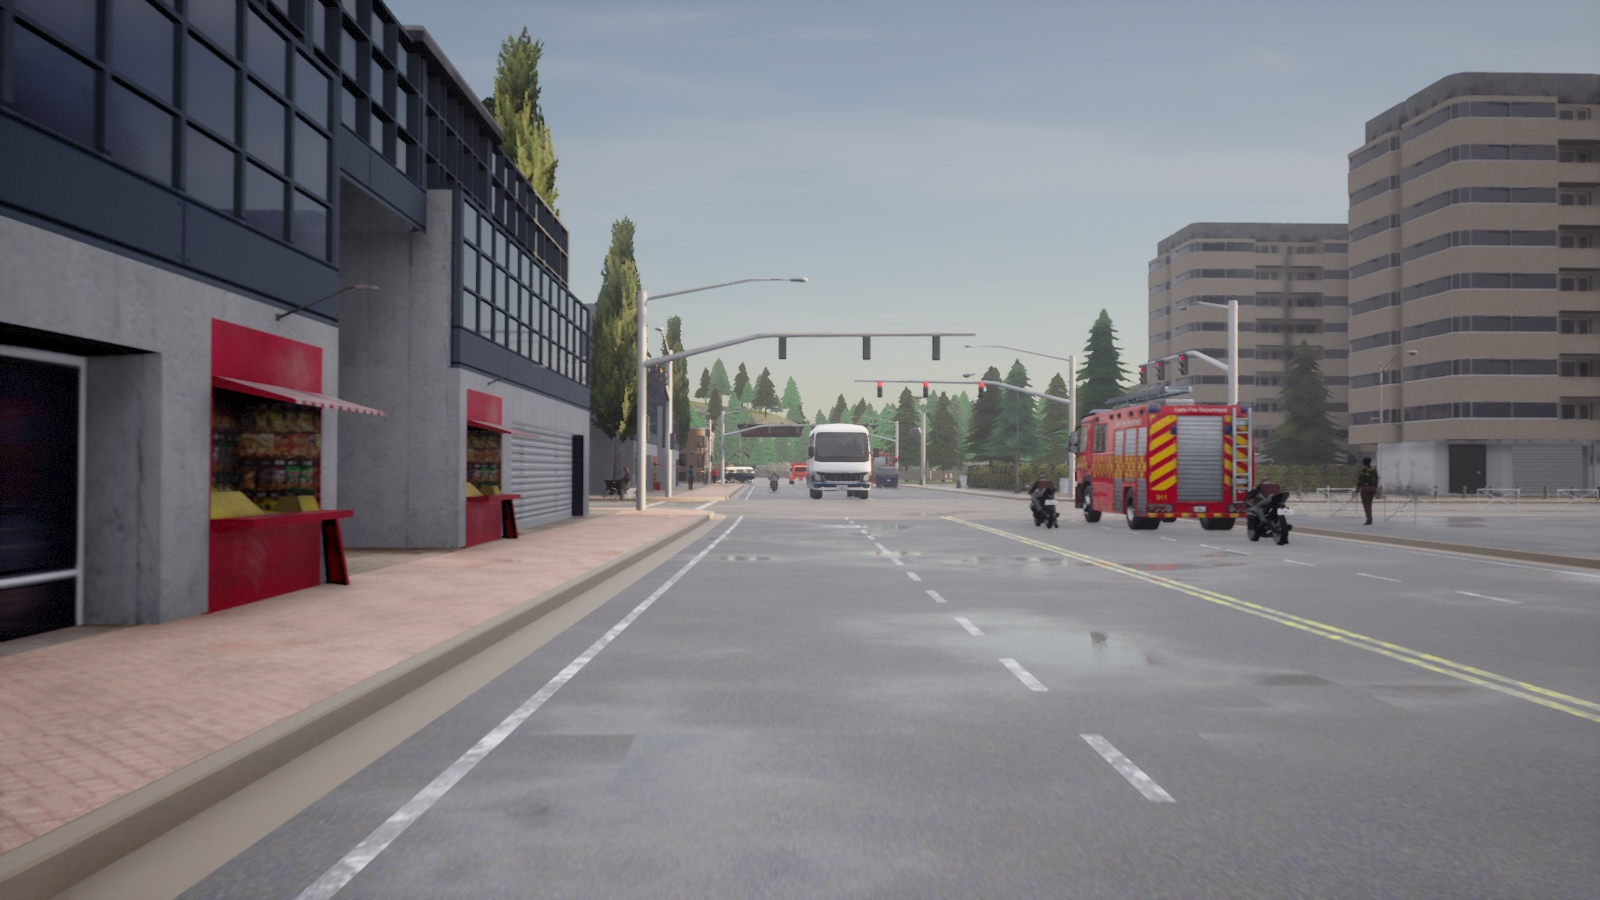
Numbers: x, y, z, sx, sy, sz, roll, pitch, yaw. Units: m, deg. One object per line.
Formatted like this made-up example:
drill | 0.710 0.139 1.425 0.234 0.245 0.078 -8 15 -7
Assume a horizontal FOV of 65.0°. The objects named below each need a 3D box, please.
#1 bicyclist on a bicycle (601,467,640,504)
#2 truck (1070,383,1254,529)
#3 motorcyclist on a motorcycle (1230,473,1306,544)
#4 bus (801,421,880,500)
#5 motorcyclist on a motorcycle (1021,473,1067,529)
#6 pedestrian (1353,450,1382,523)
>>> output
bicyclist on a bicycle | -8.730 1.743 61.105 1.843 1.776 0.659 0 -2 -8
truck | 10.370 0.229 37.092 2.891 3.827 8.468 0 -1 -1
motorcyclist on a motorcycle | 10.431 1.278 28.101 0.866 1.530 2.191 0 -1 0
bus | 2.197 0.651 72.956 3.944 4.253 10.273 0 -1 -2
motorcyclist on a motorcycle | 6.894 1.417 35.565 0.866 1.530 2.191 0 -1 0
pedestrian | 15.239 0.977 33.742 0.395 1.930 0.692 0 -1 -4
